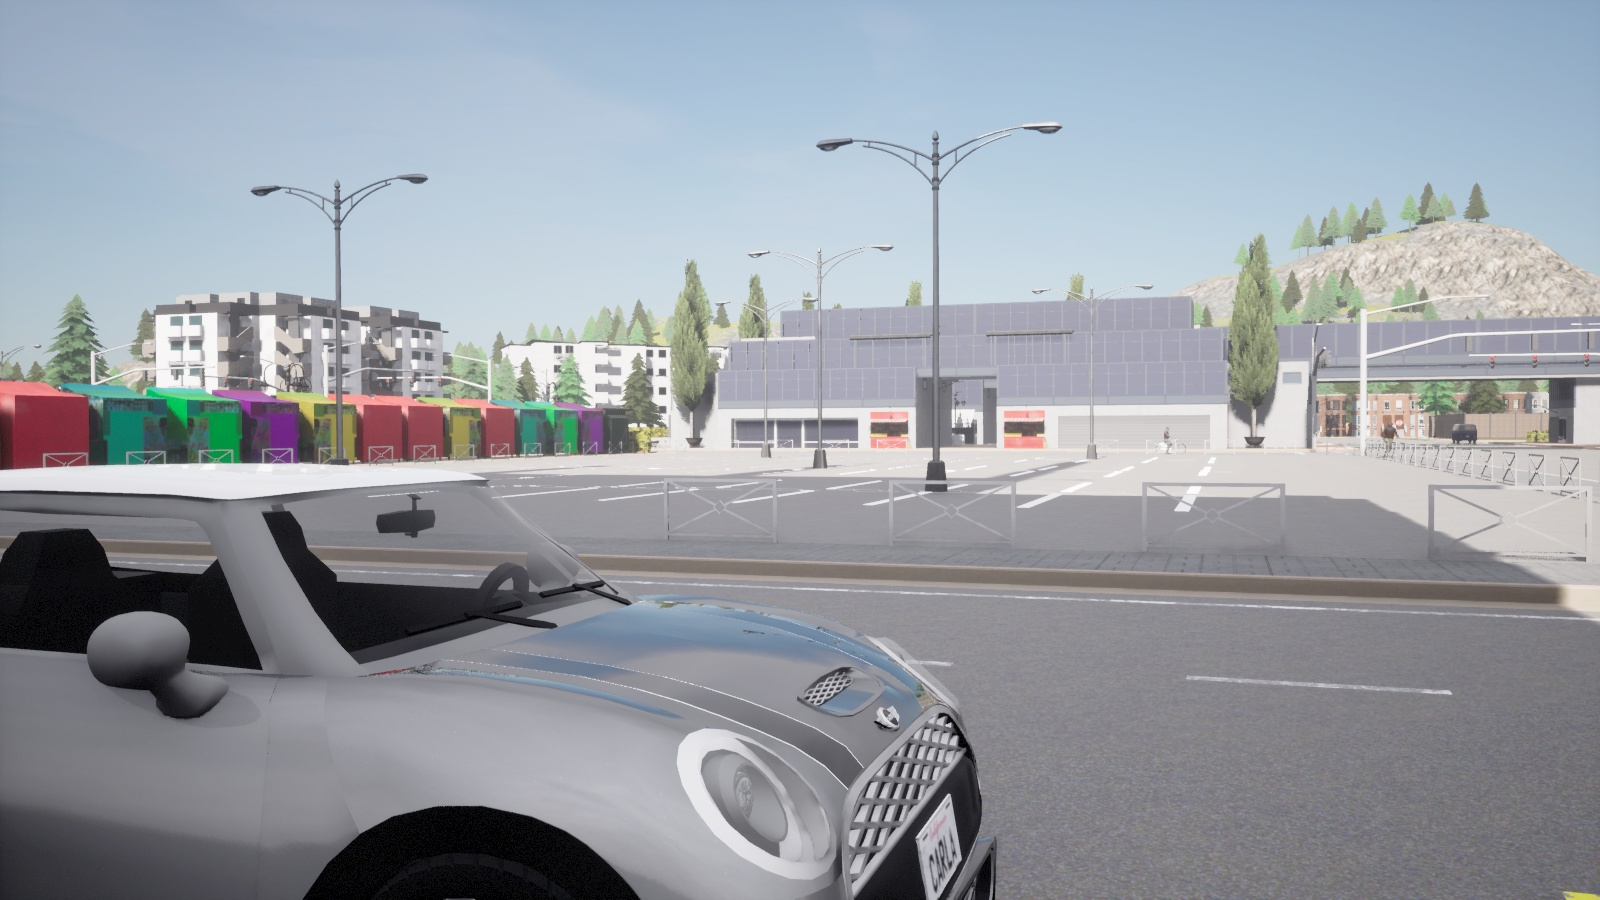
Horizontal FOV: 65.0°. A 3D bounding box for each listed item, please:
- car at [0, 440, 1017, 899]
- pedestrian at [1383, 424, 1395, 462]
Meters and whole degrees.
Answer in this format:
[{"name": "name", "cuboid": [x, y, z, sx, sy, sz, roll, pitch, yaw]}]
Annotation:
[{"name": "car", "cuboid": [-1.428, 0.728, 3.672, 3.806, 1.475, 1.970, 1, 1, 18]}, {"name": "pedestrian", "cuboid": [28.714, -0.331, 61.184, 0.431, 1.840, 0.703, 1, 1, 18]}]
